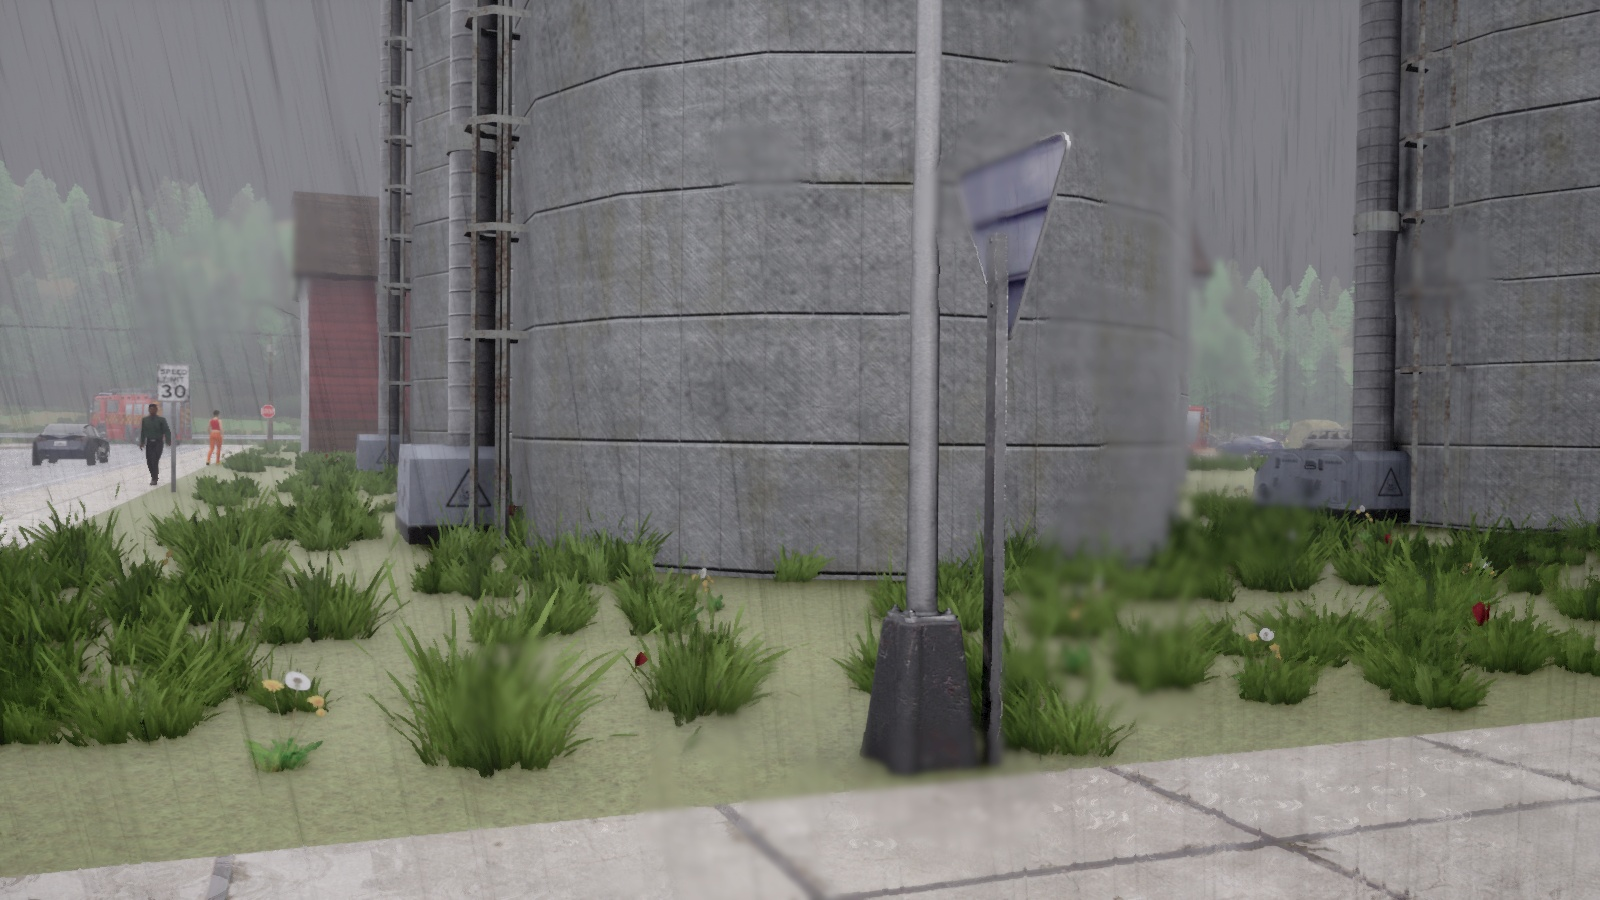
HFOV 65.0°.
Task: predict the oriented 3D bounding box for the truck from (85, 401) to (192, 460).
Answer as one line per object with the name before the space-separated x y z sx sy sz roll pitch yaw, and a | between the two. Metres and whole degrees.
truck | -45.022 -1.270 85.339 8.468 3.827 2.891 0 1 36

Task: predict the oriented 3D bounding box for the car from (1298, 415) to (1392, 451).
car | 29.008 -0.877 66.977 1.932 1.855 4.605 0 1 -22

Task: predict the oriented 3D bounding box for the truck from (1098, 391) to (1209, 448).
truck | 24.537 -2.088 87.621 2.891 3.827 8.468 -1 1 -22

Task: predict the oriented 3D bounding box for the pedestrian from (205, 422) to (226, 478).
pedestrian | -19.355 -0.015 41.590 0.345 1.836 0.594 -1 1 3

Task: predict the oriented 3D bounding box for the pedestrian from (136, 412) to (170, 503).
pedestrian | -14.154 0.159 27.497 0.423 1.949 0.788 -1 1 -10

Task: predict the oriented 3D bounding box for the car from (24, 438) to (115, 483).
car | -26.392 0.342 45.536 2.163 1.488 4.792 -1 1 -22

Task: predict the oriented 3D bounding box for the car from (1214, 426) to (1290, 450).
car | 28.201 -0.784 78.468 1.812 1.442 4.674 -1 1 -21
